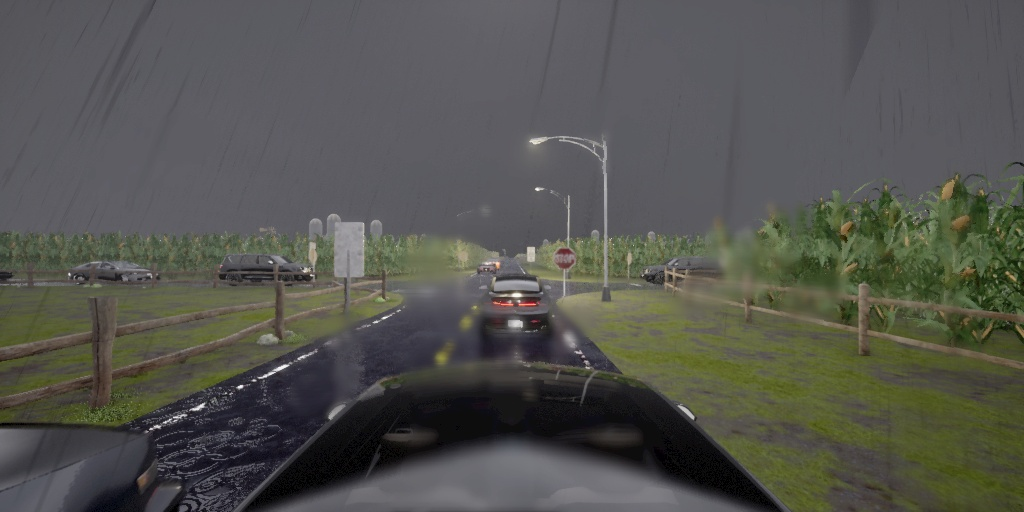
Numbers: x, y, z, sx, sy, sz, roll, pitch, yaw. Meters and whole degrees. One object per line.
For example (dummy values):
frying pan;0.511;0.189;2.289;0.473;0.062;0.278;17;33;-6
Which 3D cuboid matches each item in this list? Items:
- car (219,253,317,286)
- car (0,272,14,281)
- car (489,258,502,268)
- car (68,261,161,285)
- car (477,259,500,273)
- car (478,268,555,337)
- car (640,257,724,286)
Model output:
car;-15.823;0.870;23.357;5.566;2.045;2.150;0;-1;0
car;-36.151;1.143;23.575;4.718;1.301;1.895;0;-1;1
car;-2.757;1.086;51.018;2.097;1.767;4.553;0;0;0
car;-25.873;1.086;23.452;4.902;1.511;2.128;0;-1;1
car;-2.786;1.304;40.928;1.994;1.385;4.181;0;0;0
car;0.111;1.256;10.283;1.837;1.490;4.892;0;0;0
car;12.249;1.071;25.962;5.566;2.045;2.150;0;-1;1
